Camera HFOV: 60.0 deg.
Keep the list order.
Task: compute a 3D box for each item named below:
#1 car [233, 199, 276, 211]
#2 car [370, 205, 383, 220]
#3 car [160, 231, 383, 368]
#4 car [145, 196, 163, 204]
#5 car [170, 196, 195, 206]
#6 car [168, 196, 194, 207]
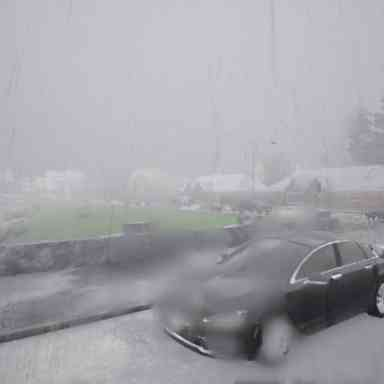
[{"bbox_3d":[7.087,1.546,38.125,2.033,1.411,5.357,0,0,-35],"label":"car"},{"bbox_3d":[15.995,1.563,25.481,1.994,1.385,4.181,0,0,-34],"label":"car"},{"bbox_3d":[1.767,1.504,5.851,4.892,1.490,1.837,0,0,-35],"label":"car"},{"bbox_3d":[-7.606,1.476,65.827,1.882,1.535,5.008,0,0,-35],"label":"car"},{"bbox_3d":[-1.684,1.476,57.590,1.882,1.535,5.008,0,0,-35],"label":"car"},{"bbox_3d":[-1.822,1.497,50.669,1.837,1.490,4.892,0,2,-35],"label":"car"}]
